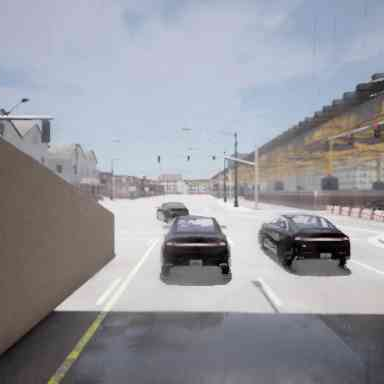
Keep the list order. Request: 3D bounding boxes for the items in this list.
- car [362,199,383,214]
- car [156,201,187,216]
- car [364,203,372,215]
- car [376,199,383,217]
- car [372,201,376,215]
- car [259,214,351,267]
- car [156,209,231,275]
[{"bbox_3d":[17.573,1.306,30.853,1.853,1.218,4.536,0,0,45],"label":"car"},{"bbox_3d":[-1.584,1.514,26.052,1.837,1.490,4.892,0,0,-16],"label":"car"},{"bbox_3d":[17.537,1.464,30.817,2.038,1.542,4.974,0,0,45],"label":"car"},{"bbox_3d":[17.462,1.305,26.167,1.853,1.218,4.536,0,0,-35],"label":"car"},{"bbox_3d":[17.432,1.462,26.210,2.038,1.542,4.974,0,0,-35],"label":"car"},{"bbox_3d":[3.584,1.496,11.366,2.128,1.511,4.902,0,0,0],"label":"car"},{"bbox_3d":[0.090,1.495,10.442,2.128,1.511,4.902,0,0,0],"label":"car"}]
